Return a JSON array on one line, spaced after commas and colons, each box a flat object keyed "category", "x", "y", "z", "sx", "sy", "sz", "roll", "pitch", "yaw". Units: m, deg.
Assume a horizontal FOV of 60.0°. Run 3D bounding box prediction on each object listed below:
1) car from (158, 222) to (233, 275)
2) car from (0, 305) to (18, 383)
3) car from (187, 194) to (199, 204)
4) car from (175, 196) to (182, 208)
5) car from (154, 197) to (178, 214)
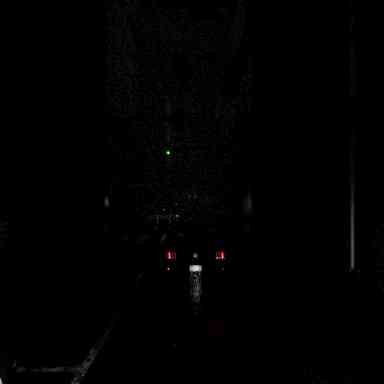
[{"category": "car", "x": 0.074, "y": 1.601, "z": 10.471, "sx": 1.895, "sy": 1.301, "sz": 4.718, "roll": 0, "pitch": 0, "yaw": -1}, {"category": "car", "x": -2.636, "y": 1.551, "z": 1.740, "sx": 2.008, "sy": 1.369, "sz": 4.403, "roll": 0, "pitch": 0, "yaw": 0}, {"category": "car", "x": 0.094, "y": 1.581, "z": 65.495, "sx": 1.837, "sy": 1.490, "sz": 4.892, "roll": 0, "pitch": 0, "yaw": 0}, {"category": "car", "x": -2.776, "y": 1.538, "z": 47.702, "sx": 1.837, "sy": 1.490, "sz": 4.892, "roll": 0, "pitch": 1, "yaw": 0}, {"category": "car", "x": -2.820, "y": 1.581, "z": 35.066, "sx": 1.994, "sy": 1.385, "sz": 4.181, "roll": 0, "pitch": 0, "yaw": 0}]
